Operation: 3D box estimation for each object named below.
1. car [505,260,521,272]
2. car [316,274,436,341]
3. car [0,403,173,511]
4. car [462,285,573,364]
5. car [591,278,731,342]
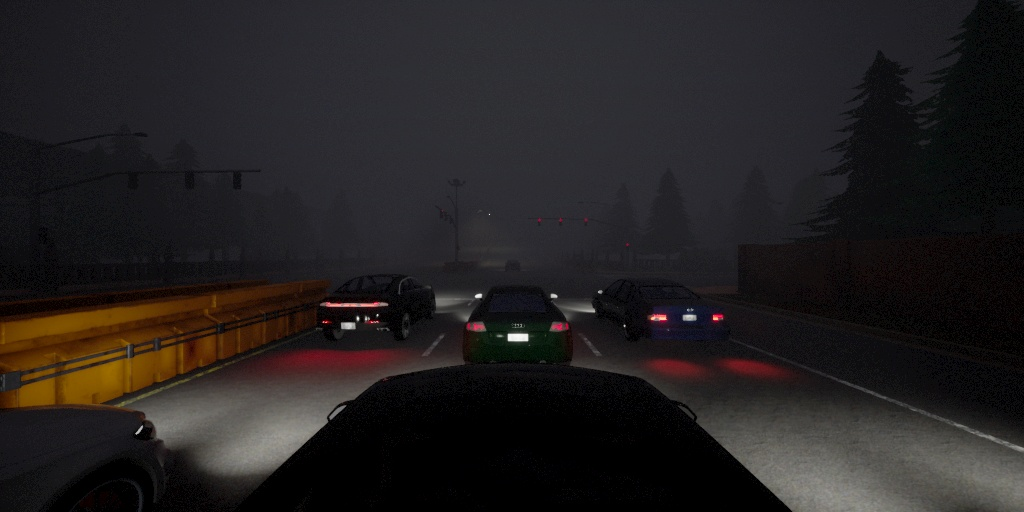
[{"bbox_3d":[0.096,1.228,45.990,1.882,1.535,5.008,0,0,0],"label":"car"},{"bbox_3d":[-3.400,1.241,9.875,2.128,1.511,4.902,0,0,0],"label":"car"},{"bbox_3d":[-3.403,1.276,0.638,1.812,1.442,4.674,0,0,0],"label":"car"},{"bbox_3d":[0.099,1.314,7.924,1.994,1.385,4.181,0,0,0],"label":"car"},{"bbox_3d":[3.599,1.297,9.781,2.033,1.411,5.357,0,0,0],"label":"car"}]
